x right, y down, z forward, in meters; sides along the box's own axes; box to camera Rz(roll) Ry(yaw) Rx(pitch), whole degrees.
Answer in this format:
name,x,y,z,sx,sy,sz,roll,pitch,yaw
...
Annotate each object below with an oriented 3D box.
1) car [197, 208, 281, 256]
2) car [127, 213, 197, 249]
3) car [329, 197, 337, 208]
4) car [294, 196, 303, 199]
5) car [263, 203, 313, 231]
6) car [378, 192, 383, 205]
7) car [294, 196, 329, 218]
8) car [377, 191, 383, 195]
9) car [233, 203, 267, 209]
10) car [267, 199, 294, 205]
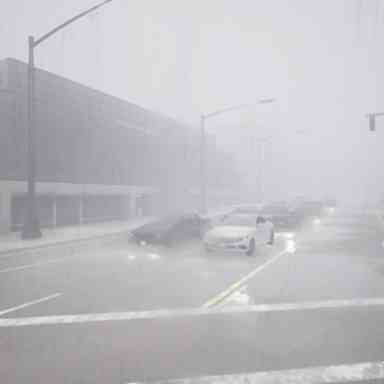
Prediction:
name,x,y,z,sx,sy,sz,roll,pitch,yaw
car,2.168,1.639,13.952,1.812,1.442,4.674,-1,-1,28
car,-0.757,1.710,15.936,2.033,1.411,5.357,-1,-1,28
car,17.345,1.293,42.391,1.994,1.385,4.181,-1,1,28
car,14.318,1.301,44.155,1.812,1.442,4.674,-1,0,28
car,6.272,1.679,21.636,1.994,1.385,4.181,-1,0,29
car,28.764,1.098,48.750,1.812,1.442,4.674,-1,-1,28
car,11.077,1.469,30.661,1.882,1.535,5.008,-1,0,28
car,33.490,0.924,57.614,2.150,2.045,5.566,-1,-1,28
car,3.722,1.750,24.315,1.895,1.301,4.718,-1,0,29
car,8.449,1.497,33.172,1.882,1.535,5.008,-1,1,28
